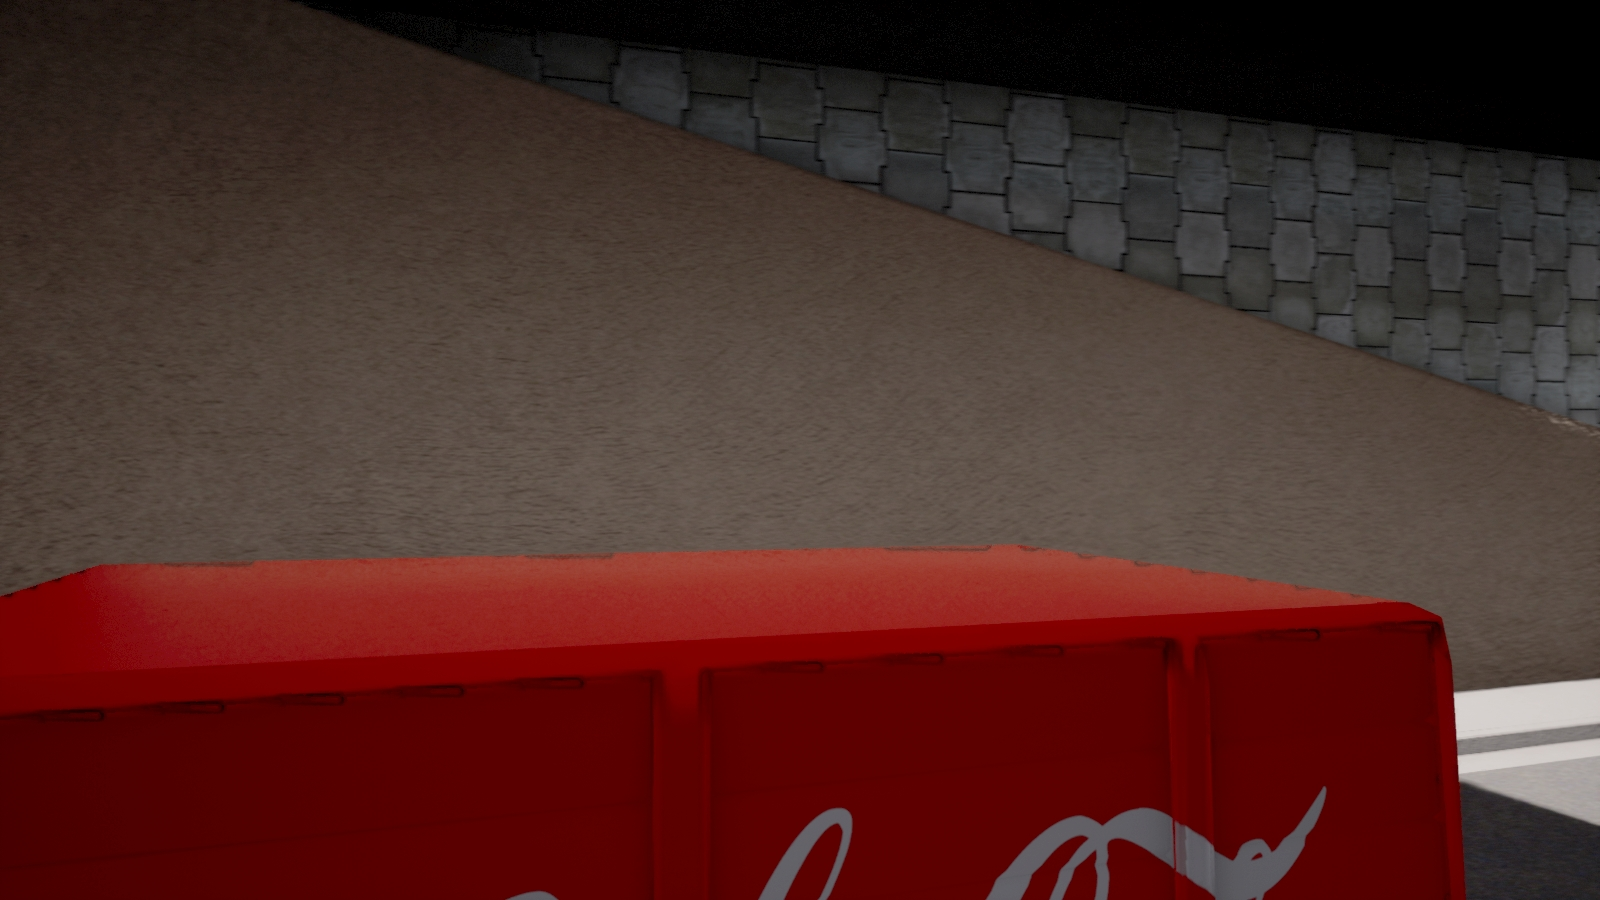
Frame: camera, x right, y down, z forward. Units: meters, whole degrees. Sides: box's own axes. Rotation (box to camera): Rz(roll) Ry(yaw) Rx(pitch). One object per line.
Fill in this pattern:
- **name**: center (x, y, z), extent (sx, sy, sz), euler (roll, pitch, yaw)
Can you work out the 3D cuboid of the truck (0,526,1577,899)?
- **truck**: center (-1.179, 1.568, 2.868), extent (5.204, 2.467, 2.627), euler (0, 0, -20)
